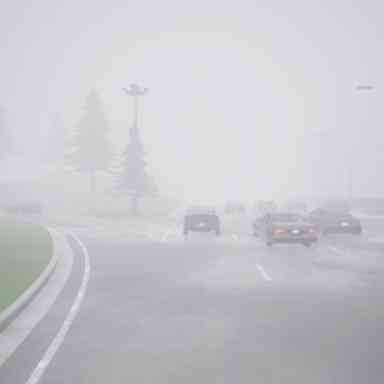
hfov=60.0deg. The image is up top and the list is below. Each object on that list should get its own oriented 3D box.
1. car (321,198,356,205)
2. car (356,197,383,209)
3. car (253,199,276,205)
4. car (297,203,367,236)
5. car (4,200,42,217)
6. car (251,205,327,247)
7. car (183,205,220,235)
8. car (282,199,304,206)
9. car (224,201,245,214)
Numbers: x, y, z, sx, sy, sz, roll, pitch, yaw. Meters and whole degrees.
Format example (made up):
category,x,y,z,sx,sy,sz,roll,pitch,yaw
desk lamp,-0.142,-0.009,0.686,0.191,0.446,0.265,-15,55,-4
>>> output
category,x,y,z,sx,sy,sz,roll,pitch,yaw
car,14.844,1.445,34.744,1.837,1.490,4.892,0,-2,1
car,22.520,1.419,43.533,1.837,1.490,4.892,0,-1,-42
car,7.877,1.461,36.229,2.128,1.511,4.902,0,0,1
car,7.513,1.536,18.279,1.994,1.385,4.181,0,0,1
car,-16.573,1.530,32.527,5.008,1.535,1.882,0,0,39
car,3.946,1.532,15.016,2.033,1.411,5.357,0,0,1
car,0.526,1.474,19.001,1.882,1.535,5.008,0,0,1
car,11.385,1.483,37.260,1.812,1.442,4.674,0,0,1
car,4.349,1.582,34.816,1.895,1.301,4.718,0,0,1
